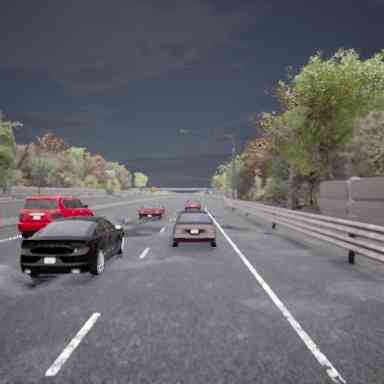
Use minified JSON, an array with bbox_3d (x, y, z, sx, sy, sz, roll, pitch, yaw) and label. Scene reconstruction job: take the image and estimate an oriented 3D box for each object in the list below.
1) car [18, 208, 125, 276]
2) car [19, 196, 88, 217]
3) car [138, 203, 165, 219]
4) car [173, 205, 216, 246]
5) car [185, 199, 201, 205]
[{"bbox_3d":[-3.396,1.484,10.418,1.882,1.535,5.008,0,0,0],"label":"car"},{"bbox_3d":[-6.901,1.232,17.482,2.150,2.045,5.566,0,0,0],"label":"car"},{"bbox_3d":[-3.393,1.622,28.950,1.895,1.301,4.718,0,0,0],"label":"car"},{"bbox_3d":[0.101,1.556,15.246,2.033,1.411,5.357,0,0,0],"label":"car"},{"bbox_3d":[0.105,1.603,42.420,1.994,1.385,4.181,0,0,0],"label":"car"}]
